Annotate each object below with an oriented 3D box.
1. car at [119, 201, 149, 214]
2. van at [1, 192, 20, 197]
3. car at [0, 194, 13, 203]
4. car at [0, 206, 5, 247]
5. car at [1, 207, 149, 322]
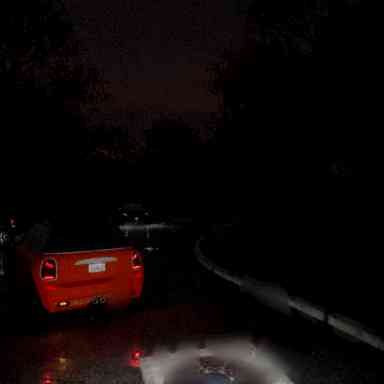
[{"bbox_3d":[-4.261,1.429,23.864,1.812,1.442,4.674,0,1,-16],"label":"car"},{"bbox_3d":[-28.197,1.051,49.710,4.442,1.987,1.878,1,1,-38],"label":"van"},{"bbox_3d":[-33.203,1.053,56.369,4.792,1.488,2.163,1,1,-38],"label":"car"},{"bbox_3d":[-9.601,1.308,13.395,4.553,1.767,2.097,2,-1,-33],"label":"car"},{"bbox_3d":[-2.876,1.352,7.621,2.097,1.767,4.553,1,-1,-34],"label":"car"}]
